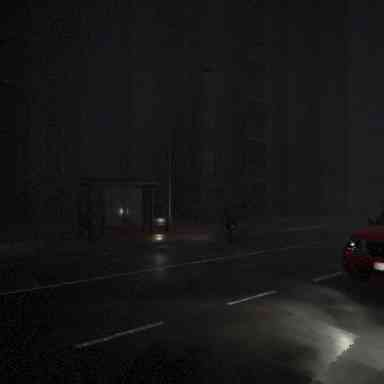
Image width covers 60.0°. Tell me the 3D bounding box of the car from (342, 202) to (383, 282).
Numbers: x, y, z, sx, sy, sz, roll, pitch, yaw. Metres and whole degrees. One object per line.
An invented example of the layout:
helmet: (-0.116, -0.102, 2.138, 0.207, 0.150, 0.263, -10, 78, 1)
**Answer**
car: (6.245, 1.218, 8.770, 5.566, 2.045, 2.150, -1, 0, -37)

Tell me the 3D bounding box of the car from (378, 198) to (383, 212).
car: (22.853, 1.490, 35.406, 2.128, 1.511, 4.902, 0, 0, -27)

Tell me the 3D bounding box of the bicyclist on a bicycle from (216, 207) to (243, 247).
bicyclist on a bicycle: (1.524, 1.455, 13.873, 0.582, 1.620, 1.656, 0, -2, -37)
